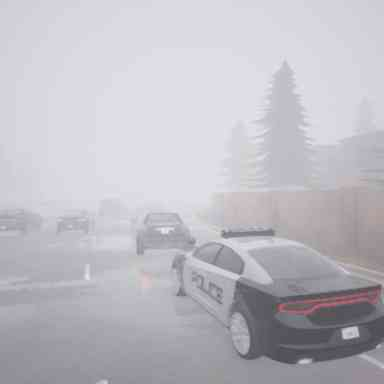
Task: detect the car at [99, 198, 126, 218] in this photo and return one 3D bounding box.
[{"bbox_3d":[-8.673,1.727,36.774,2.150,2.045,5.566,0,-1,0],"label":"car"}]

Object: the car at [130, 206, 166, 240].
[{"bbox_3d":[-2.746,1.726,19.850,1.801,1.575,5.366,0,-1,-11],"label":"car"}]

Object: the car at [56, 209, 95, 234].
[{"bbox_3d":[-7.411,1.825,21.403,1.812,1.442,4.674,0,-1,-10],"label":"car"}]

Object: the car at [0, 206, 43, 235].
[{"bbox_3d":[-10.858,1.791,20.911,2.128,1.511,4.902,0,-1,-10],"label":"car"}]

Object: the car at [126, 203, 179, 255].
[{"bbox_3d":[-1.545,1.549,14.557,2.097,1.767,4.553,0,-1,-15],"label":"car"}]

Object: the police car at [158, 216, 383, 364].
[{"bbox_3d":[1.001,1.511,6.406,1.930,1.638,5.238,0,-1,-20],"label":"police car"}]
